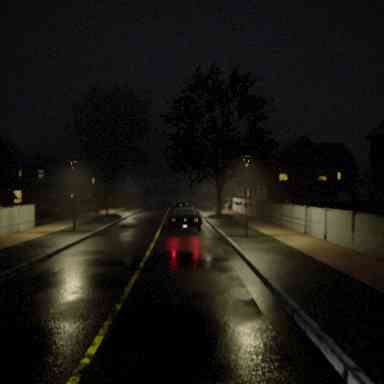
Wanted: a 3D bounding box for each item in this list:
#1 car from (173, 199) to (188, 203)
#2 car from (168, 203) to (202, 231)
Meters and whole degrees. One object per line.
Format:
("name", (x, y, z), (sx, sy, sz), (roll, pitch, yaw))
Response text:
("car", (-1.376, 1.547, 40.694), (1.994, 1.385, 4.181), (0, 0, -3))
("car", (-0.476, 1.571, 20.346), (1.895, 1.301, 4.718), (0, 0, -2))
